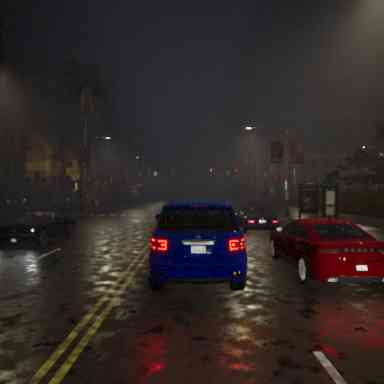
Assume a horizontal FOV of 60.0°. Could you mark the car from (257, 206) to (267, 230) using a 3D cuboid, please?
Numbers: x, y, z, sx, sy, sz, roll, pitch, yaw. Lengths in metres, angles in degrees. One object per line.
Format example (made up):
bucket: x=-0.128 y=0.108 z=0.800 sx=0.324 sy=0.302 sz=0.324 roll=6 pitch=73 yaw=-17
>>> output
car: x=3.638 y=1.546 z=19.411 sx=2.033 sy=1.411 sz=5.357 roll=0 pitch=0 yaw=0

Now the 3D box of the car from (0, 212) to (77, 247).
car: x=-7.002 y=1.600 z=15.303 sx=1.895 sy=1.301 sz=4.718 roll=0 pitch=0 yaw=1

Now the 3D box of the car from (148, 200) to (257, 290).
car: x=0.119 y=1.221 z=9.182 sx=2.150 sy=2.045 sz=5.566 roll=0 pitch=0 yaw=0

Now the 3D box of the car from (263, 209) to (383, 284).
car: x=3.630 y=1.477 z=9.596 sx=1.882 sy=1.535 sz=5.008 roll=0 pitch=0 yaw=0

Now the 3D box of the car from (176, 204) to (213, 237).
car: x=0.141 y=1.504 z=19.043 sx=1.837 sy=1.490 sz=4.892 roll=0 pitch=0 yaw=0
